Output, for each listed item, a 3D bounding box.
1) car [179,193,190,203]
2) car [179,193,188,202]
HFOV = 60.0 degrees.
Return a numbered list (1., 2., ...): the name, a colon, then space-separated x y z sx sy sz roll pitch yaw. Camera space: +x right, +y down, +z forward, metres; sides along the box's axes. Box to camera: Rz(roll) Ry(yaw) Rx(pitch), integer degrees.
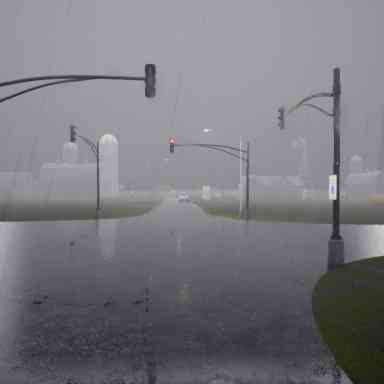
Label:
1. car: -1.499 1.557 69.868 1.812 1.442 4.674 0 0 -3
2. car: -2.081 1.193 79.902 2.150 2.045 5.566 0 0 -4
